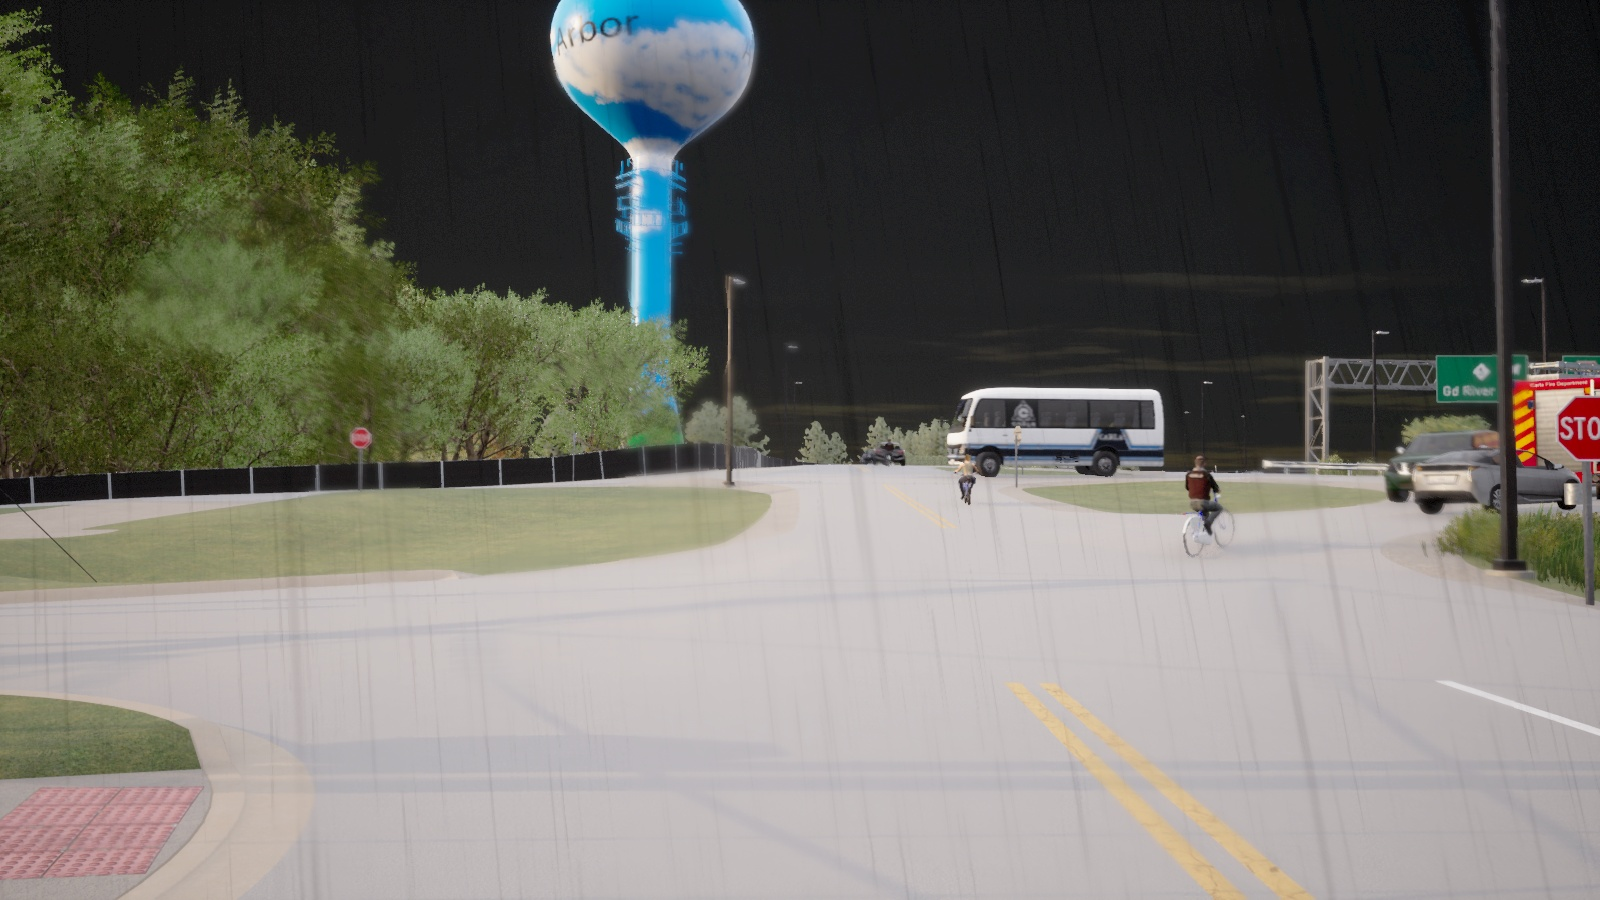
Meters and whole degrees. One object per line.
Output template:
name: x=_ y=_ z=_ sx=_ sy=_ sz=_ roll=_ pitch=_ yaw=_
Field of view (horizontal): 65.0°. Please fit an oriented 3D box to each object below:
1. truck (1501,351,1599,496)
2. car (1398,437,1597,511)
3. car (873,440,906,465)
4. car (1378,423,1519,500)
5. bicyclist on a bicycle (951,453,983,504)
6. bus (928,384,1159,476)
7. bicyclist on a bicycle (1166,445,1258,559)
truck: x=23.853 y=-0.753 z=36.748 sx=8.468 sy=3.827 sz=2.891 roll=-1 pitch=-1 yaw=-40
car: x=16.542 y=0.550 z=29.740 sx=4.514 sy=1.525 sz=2.007 roll=-2 pitch=-1 yaw=-30
car: x=6.309 y=0.175 z=88.693 sx=2.242 sy=1.667 sz=4.611 roll=1 pitch=-1 yaw=3
car: x=19.150 y=0.307 z=36.937 sx=2.150 sy=2.045 sz=5.566 roll=-3 pitch=0 yaw=44
bicyclist on a bicycle: x=5.416 y=0.911 z=40.762 sx=0.866 sy=1.612 sz=1.509 roll=0 pitch=1 yaw=2
bus: x=11.617 y=-0.939 z=60.653 sx=10.273 sy=4.253 sz=3.944 roll=0 pitch=0 yaw=-6
bicyclist on a bicycle: x=7.372 y=0.893 z=22.416 sx=1.843 sy=1.776 sz=0.659 roll=-9 pitch=5 yaw=-44
